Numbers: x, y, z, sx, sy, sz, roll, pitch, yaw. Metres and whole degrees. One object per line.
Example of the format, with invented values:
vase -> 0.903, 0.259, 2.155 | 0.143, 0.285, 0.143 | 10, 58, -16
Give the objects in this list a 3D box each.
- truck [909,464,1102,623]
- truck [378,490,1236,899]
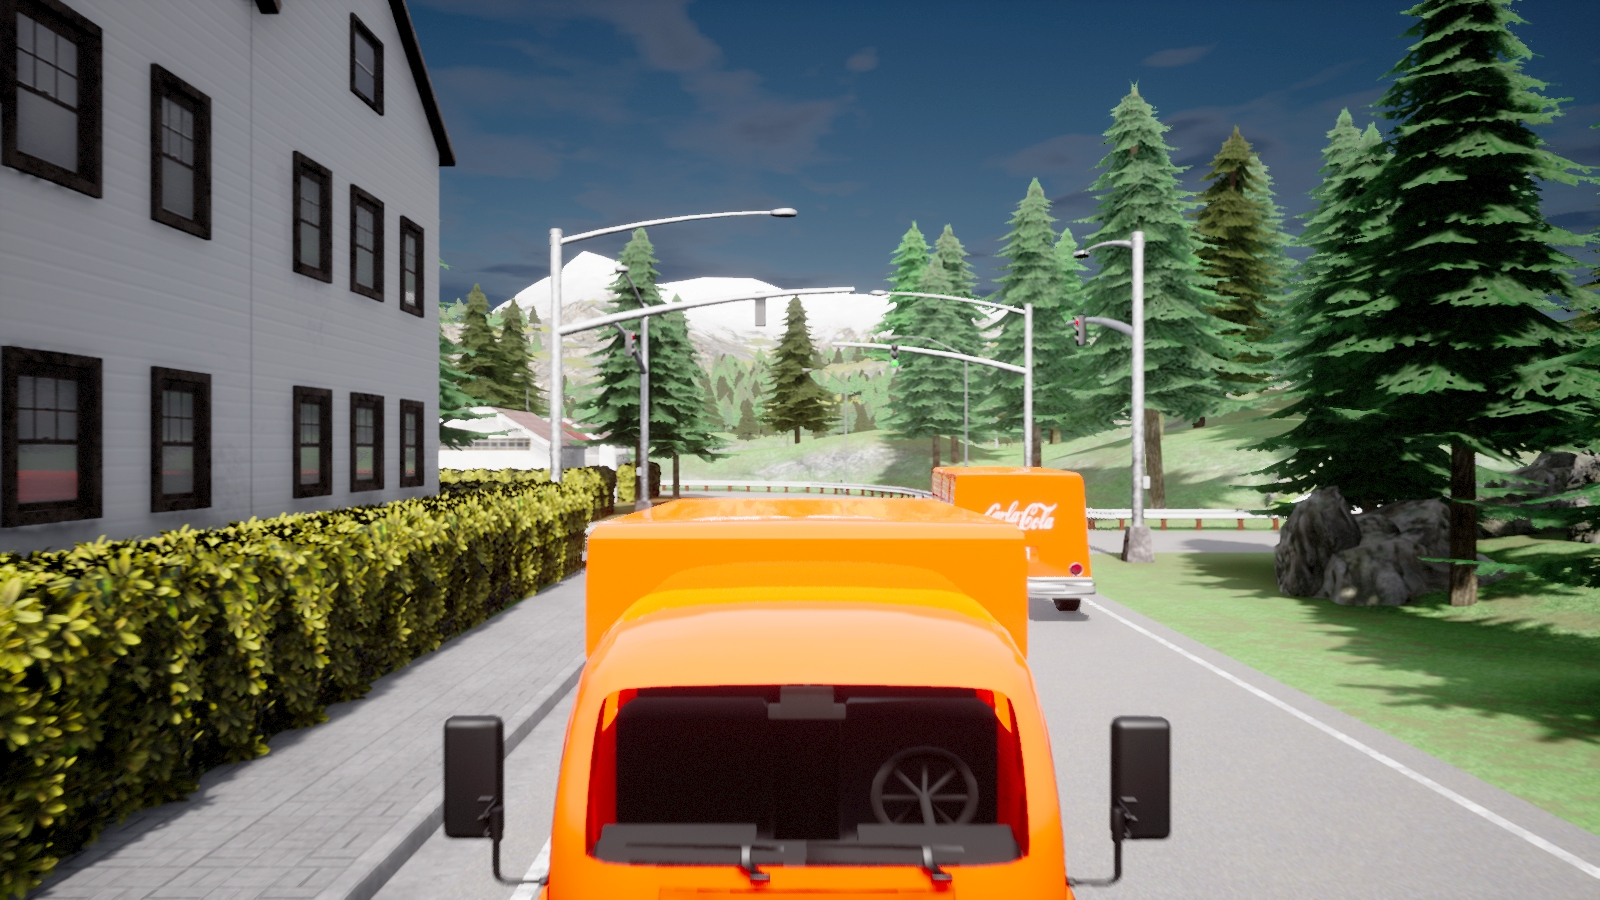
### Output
truck -> 3.535, 1.533, 20.884 | 2.627, 2.467, 5.204 | 0, 0, 0
truck -> 0.030, 1.542, 6.101 | 2.627, 2.467, 5.204 | 0, 0, 0
